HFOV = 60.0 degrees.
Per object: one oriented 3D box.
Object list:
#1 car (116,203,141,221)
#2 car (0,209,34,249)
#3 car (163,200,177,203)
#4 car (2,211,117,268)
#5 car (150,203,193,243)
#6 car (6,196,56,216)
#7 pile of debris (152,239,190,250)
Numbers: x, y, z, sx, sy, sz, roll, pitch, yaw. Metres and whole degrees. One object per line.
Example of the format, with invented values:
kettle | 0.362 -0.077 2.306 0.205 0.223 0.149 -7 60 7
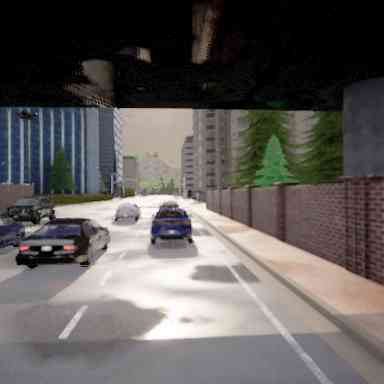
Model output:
car | -5.365 1.626 28.312 1.812 1.442 4.674 0 0 -4
car | -7.910 1.606 12.430 1.812 1.442 4.674 0 0 -4
car | -2.126 1.593 32.204 1.837 1.490 4.892 0 0 -4
car | -4.142 1.600 11.566 2.033 1.411 5.357 0 0 -4
car | -1.007 1.523 16.412 1.882 1.535 5.008 0 0 -4
car | -12.379 1.360 25.831 2.150 2.045 5.566 0 0 -4
pile of debris | -0.915 2.214 14.189 1.500 0.140 1.860 0 0 -4
